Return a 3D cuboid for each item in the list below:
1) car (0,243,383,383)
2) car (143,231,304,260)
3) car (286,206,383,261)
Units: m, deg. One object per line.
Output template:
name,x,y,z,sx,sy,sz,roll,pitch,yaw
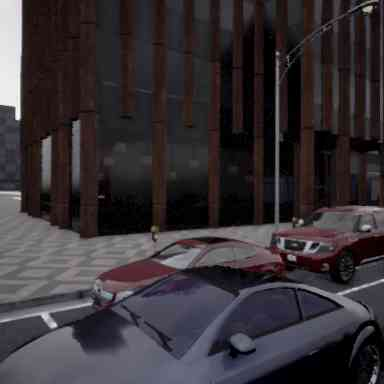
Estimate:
car,0.214,1.576,3.532,4.181,1.385,1.994,0,0,-35
car,0.141,1.604,6.749,4.206,1.307,1.802,0,0,-35
car,4.585,1.369,9.918,5.009,1.841,2.192,0,0,-35
